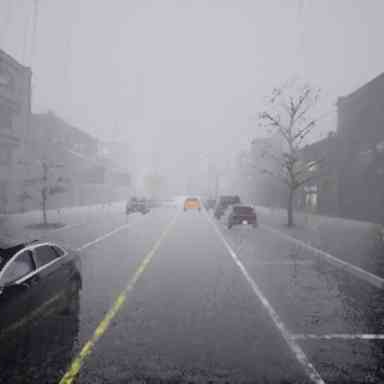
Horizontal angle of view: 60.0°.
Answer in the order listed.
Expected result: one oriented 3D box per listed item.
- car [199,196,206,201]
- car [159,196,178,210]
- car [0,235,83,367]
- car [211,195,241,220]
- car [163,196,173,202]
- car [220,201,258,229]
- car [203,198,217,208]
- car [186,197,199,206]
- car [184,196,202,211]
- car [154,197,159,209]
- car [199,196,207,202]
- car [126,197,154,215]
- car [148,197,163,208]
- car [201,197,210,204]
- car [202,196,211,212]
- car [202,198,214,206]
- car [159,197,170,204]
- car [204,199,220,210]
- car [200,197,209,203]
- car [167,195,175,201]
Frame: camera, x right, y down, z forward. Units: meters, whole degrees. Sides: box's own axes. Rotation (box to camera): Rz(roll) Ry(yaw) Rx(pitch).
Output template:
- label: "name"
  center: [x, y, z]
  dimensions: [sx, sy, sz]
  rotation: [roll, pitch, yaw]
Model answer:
- label: "car"
  center: [2.830, 1.862, 93.308]
  dimensions: [1.802, 1.307, 4.206]
  rotation: [0, 0, 0]
- label: "car"
  center: [-3.073, 1.654, 45.826]
  dimensions: [1.812, 1.442, 4.674]
  rotation: [0, 0, 0]
- label: "car"
  center: [-3.091, 1.504, 4.790]
  dimensions: [2.128, 1.511, 4.902]
  rotation: [0, 0, 0]
- label: "car"
  center: [3.108, 1.301, 29.211]
  dimensions: [2.150, 2.045, 5.566]
  rotation: [0, 0, 0]
- label: "car"
  center: [-5.803, 1.790, 81.389]
  dimensions: [2.008, 1.369, 4.403]
  rotation: [1, 0, 0]
- label: "car"
  center: [3.146, 1.565, 22.179]
  dimensions: [1.837, 1.490, 4.892]
  rotation: [0, 0, 0]
- label: "car"
  center: [2.699, 1.713, 52.078]
  dimensions: [1.947, 1.339, 4.313]
  rotation: [0, 0, 0]
- label: "car"
  center: [0.044, 1.655, 57.740]
  dimensions: [2.128, 1.511, 4.902]
  rotation: [0, 0, 1]
- label: "car"
  center: [0.043, 1.473, 43.021]
  dimensions: [2.097, 1.767, 4.553]
  rotation: [0, 0, 0]
- label: "car"
  center: [-5.682, 1.713, 46.546]
  dimensions: [1.802, 1.307, 4.206]
  rotation: [1, 0, 0]
- label: "car"
  center: [2.830, 1.815, 84.307]
  dimensions: [1.947, 1.339, 4.313]
  rotation: [0, 0, 0]
- label: "car"
  center: [-5.680, 1.413, 35.482]
  dimensions: [2.192, 1.841, 5.009]
  rotation: [1, 0, 0]
- label: "car"
  center: [-5.680, 1.587, 52.080]
  dimensions: [1.967, 1.590, 4.097]
  rotation: [1, 0, 0]
- label: "car"
  center: [2.760, 1.723, 68.541]
  dimensions: [1.752, 1.417, 4.829]
  rotation: [0, 0, 0]
- label: "car"
  center: [2.701, 1.429, 41.013]
  dimensions: [2.192, 1.841, 5.009]
  rotation: [0, 0, 0]
- label: "car"
  center: [2.707, 1.708, 57.305]
  dimensions: [1.887, 1.381, 4.507]
  rotation: [0, 0, 0]
- label: "car"
  center: [-5.750, 1.728, 70.154]
  dimensions: [1.752, 1.417, 4.829]
  rotation: [1, 0, 0]
- label: "car"
  center: [2.699, 1.697, 46.545]
  dimensions: [1.947, 1.339, 4.313]
  rotation: [0, 0, 0]
- label: "car"
  center: [2.801, 1.775, 76.762]
  dimensions: [2.008, 1.369, 4.403]
  rotation: [0, 0, 0]
- label: "car"
  center: [-5.809, 1.716, 92.209]
  dimensions: [1.967, 1.590, 4.097]
  rotation: [0, 0, 0]
